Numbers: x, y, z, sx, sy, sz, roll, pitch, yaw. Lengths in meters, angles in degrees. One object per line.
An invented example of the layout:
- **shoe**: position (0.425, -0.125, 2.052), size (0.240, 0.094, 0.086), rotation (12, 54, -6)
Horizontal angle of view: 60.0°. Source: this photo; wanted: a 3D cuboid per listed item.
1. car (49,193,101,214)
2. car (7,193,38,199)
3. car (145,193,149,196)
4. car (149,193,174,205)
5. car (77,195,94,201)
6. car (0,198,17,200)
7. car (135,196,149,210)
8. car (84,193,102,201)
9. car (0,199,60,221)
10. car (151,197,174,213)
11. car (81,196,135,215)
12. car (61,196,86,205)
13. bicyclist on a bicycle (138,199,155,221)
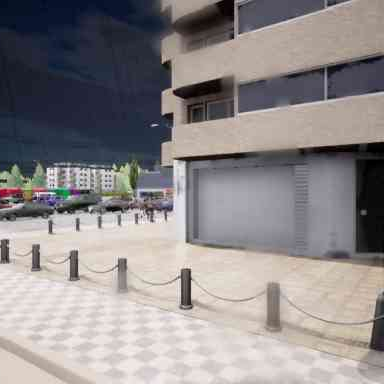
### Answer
- **car**: position (-12.273, 1.277, 36.479), size (2.150, 2.045, 5.566), rotation (0, 0, 35)
- **car**: position (-34.653, 1.209, 68.176), size (1.932, 1.855, 4.605), rotation (0, 0, 35)
- **car**: position (-8.515, 1.211, 71.232), size (1.905, 1.878, 3.866), rotation (0, 0, 35)
- **car**: position (-2.678, 1.277, 44.068), size (2.150, 2.045, 5.566), rotation (0, 0, 35)
- **car**: position (-26.936, 1.451, 84.185), size (1.970, 1.475, 3.806), rotation (0, 0, 35)
- **car**: position (-17.972, 1.533, 28.334), size (1.882, 1.535, 5.008), rotation (0, 0, 35)
- **car**: position (-6.536, 1.619, 44.655), size (1.994, 1.385, 4.181), rotation (0, 0, 35)
- **car**: position (-24.576, 1.211, 82.508), size (1.905, 1.878, 3.866), rotation (0, 0, 35)
- **car**: position (-13.964, 1.581, 27.923), size (1.812, 1.442, 4.674), rotation (0, 0, 35)
- **car**: position (-2.237, 1.581, 38.264), size (1.812, 1.442, 4.674), rotation (0, 0, 35)
- **car**: position (-8.808, 1.547, 35.325), size (2.128, 1.511, 4.902), rotation (0, 0, 35)
- **car**: position (-20.790, 1.451, 58.514), size (1.970, 1.475, 3.806), rotation (0, 0, 35)
- **bicyclist on a bicycle**: position (-3.281, 1.356, 24.068), size (1.656, 1.620, 0.582), rotation (0, 0, 35)
